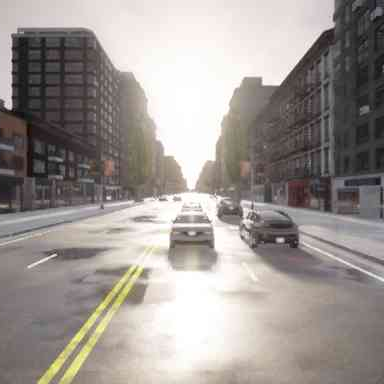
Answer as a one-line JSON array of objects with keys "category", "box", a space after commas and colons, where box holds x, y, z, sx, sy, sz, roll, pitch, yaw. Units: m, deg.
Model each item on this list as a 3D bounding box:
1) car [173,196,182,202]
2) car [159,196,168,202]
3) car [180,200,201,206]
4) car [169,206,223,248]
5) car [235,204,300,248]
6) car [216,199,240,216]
[{"category": "car", "box": [-3.250, 1.516, 75.961, 1.994, 1.385, 4.181, 0, 0, 0]}, {"category": "car", "box": [-6.500, 1.504, 75.961, 2.033, 1.411, 5.357, 0, 0, 0]}, {"category": "car", "box": [0.000, 1.611, 29.680, 1.895, 1.301, 4.718, 0, 0, 0]}, {"category": "car", "box": [0.000, 1.562, 14.650, 2.033, 1.411, 5.357, 0, 0, 0]}, {"category": "car", "box": [3.250, 1.515, 14.650, 1.837, 1.490, 4.892, 0, 0, 0]}, {"category": "car", "box": [3.250, 1.361, 29.619, 2.097, 1.767, 4.553, 0, 0, 0]}]
